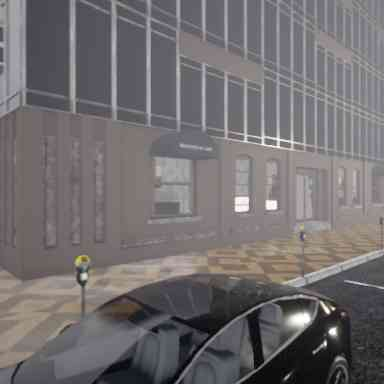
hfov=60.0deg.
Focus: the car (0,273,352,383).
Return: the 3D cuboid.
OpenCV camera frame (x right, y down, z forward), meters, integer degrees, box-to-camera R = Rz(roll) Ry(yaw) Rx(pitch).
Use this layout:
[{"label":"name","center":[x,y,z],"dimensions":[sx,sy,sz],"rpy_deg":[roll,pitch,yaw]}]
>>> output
[{"label":"car","center":[-0.126,1.566,2.927],"dimensions":[4.313,1.339,1.947],"rpy_deg":[0,0,-43]}]
